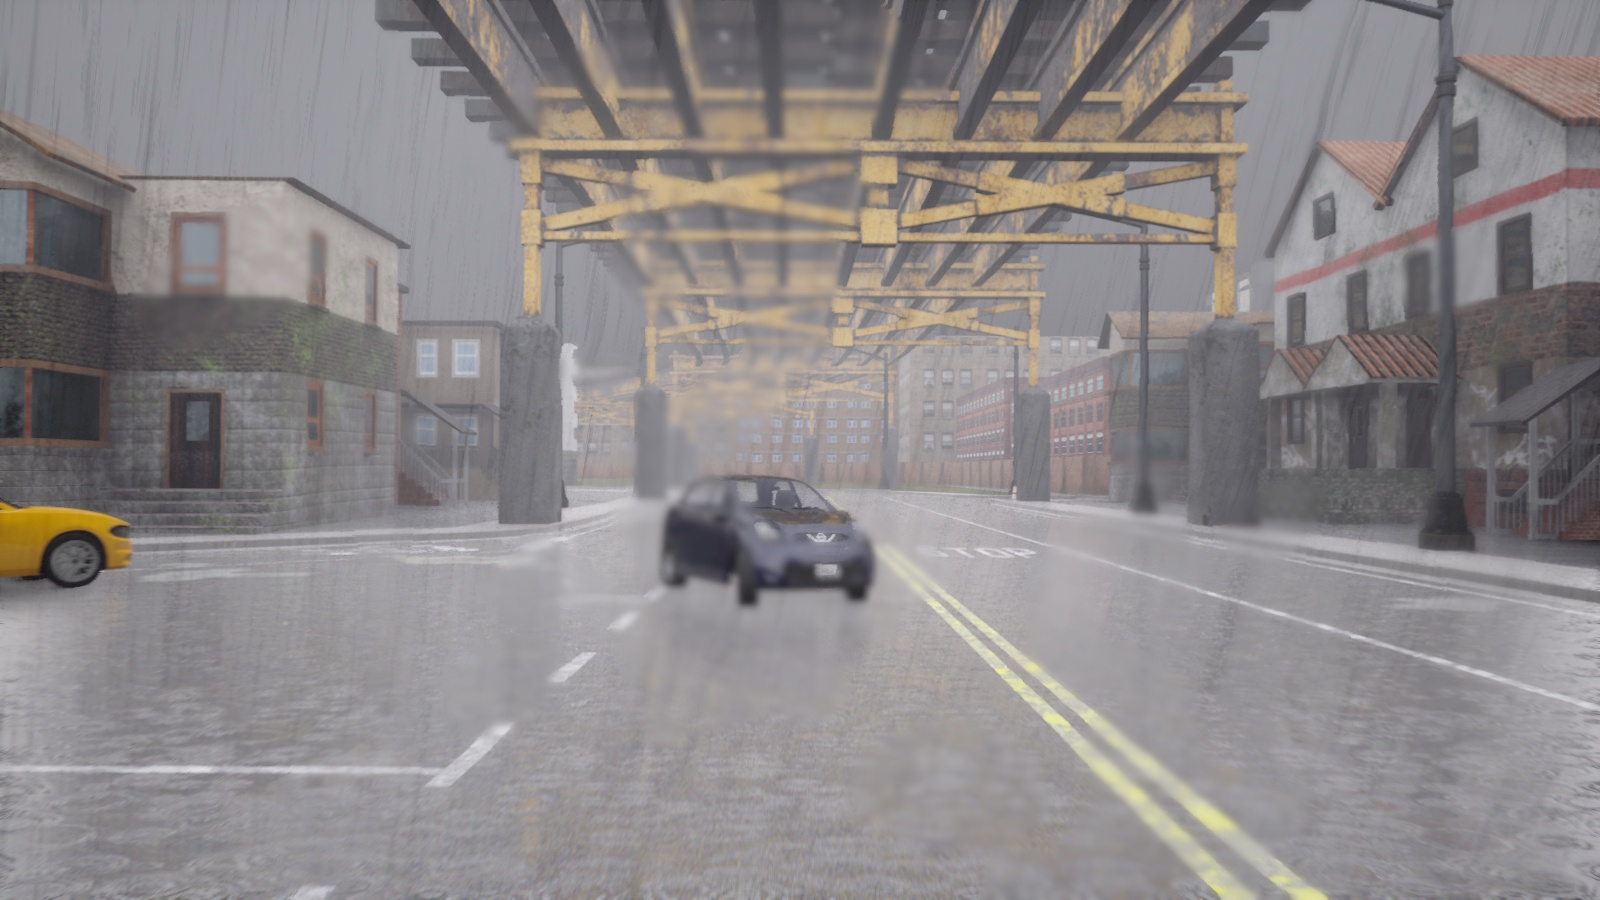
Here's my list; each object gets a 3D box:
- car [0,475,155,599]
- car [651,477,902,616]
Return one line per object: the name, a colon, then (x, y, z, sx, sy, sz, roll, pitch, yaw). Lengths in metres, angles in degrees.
car: (-11.141, 1.102, 15.832, 1.882, 1.535, 5.008, -1, -1, 44)
car: (-0.423, 1.093, 15.720, 1.845, 1.501, 3.633, 1, -1, -25)
